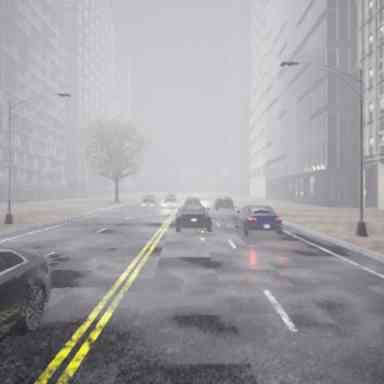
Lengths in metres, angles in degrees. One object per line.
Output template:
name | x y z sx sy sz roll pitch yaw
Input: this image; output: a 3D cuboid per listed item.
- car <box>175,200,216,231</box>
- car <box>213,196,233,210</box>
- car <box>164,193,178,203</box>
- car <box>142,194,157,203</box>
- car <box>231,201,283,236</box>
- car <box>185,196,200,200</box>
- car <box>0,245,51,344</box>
car | 0.096 1.371 19.006 1.994 1.385 4.181 0 0 0
car | 3.344 1.118 35.715 1.882 1.535 5.008 0 0 0
car | -3.264 0.992 51.752 1.837 1.490 4.892 0 0 0
car | -6.512 1.024 52.006 2.033 1.411 5.357 0 1 0
car | 3.347 1.352 17.168 1.812 1.442 4.674 0 0 0
car | 0.093 1.143 41.703 1.994 1.385 4.181 0 0 0
car | -3.349 1.452 3.810 2.128 1.511 4.902 0 1 0
